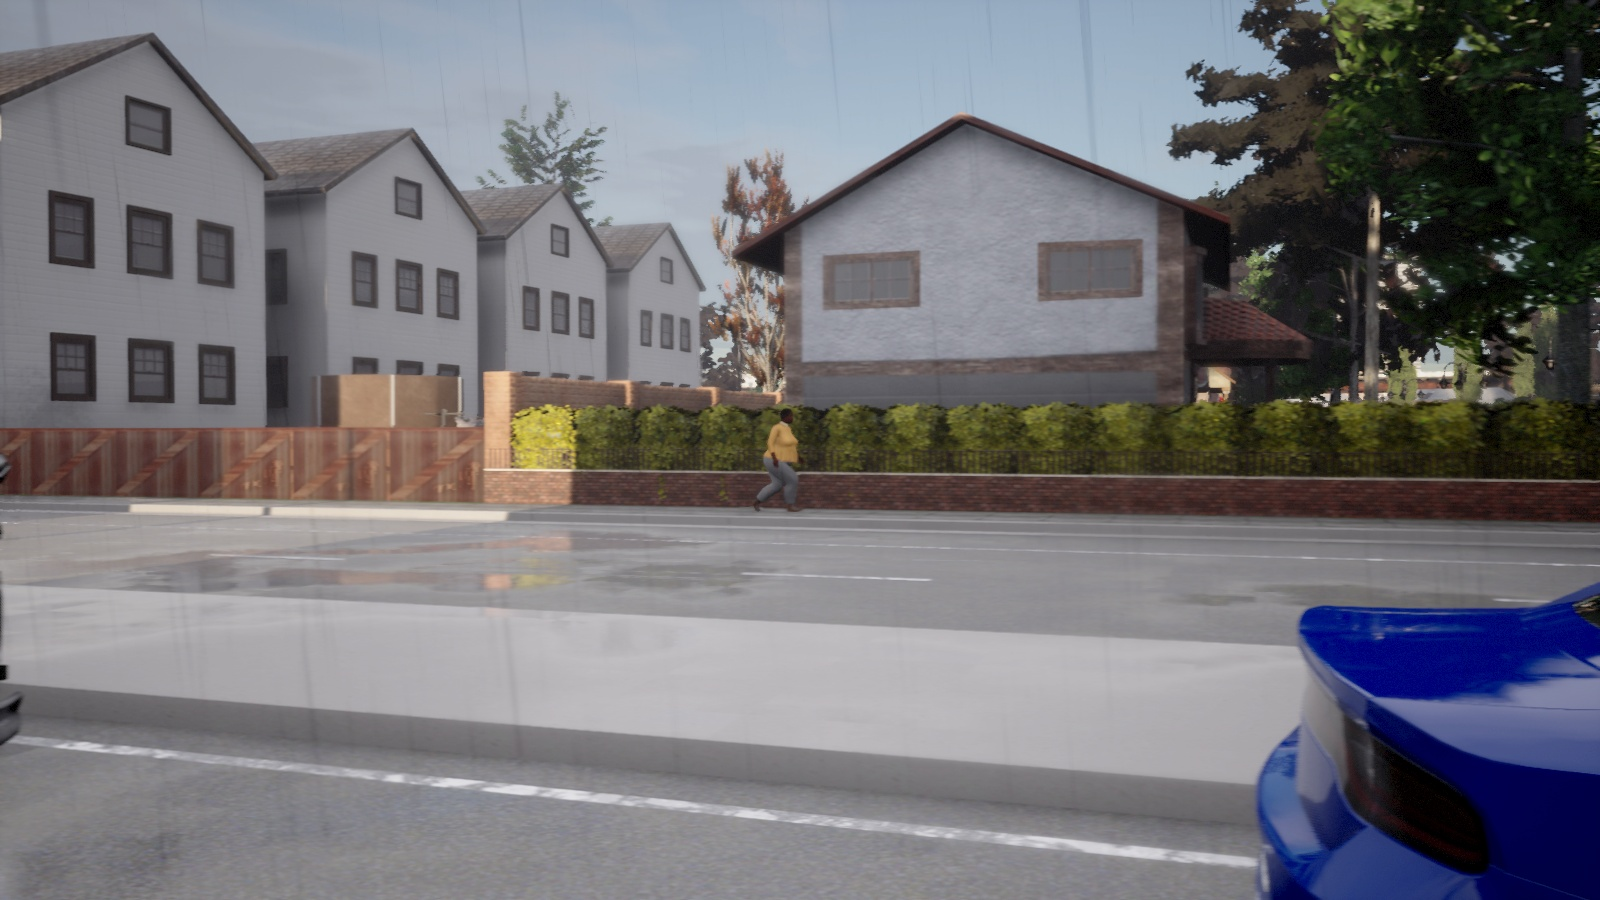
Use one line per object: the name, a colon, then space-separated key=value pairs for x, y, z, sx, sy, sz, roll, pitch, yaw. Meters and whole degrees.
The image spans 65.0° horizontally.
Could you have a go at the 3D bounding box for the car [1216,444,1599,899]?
car: x=3.331 y=0.784 z=2.072 sx=5.008 sy=1.535 sz=1.882 roll=1 pitch=1 yaw=19

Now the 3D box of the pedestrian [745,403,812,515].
pedestrian: x=-0.365 y=0.138 z=21.355 sx=0.900 sy=1.855 sz=0.874 roll=1 pitch=1 yaw=18

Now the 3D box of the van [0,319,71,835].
van: x=-5.369 y=0.477 z=4.996 sx=4.442 sy=1.987 sz=1.775 roll=1 pitch=1 yaw=19
